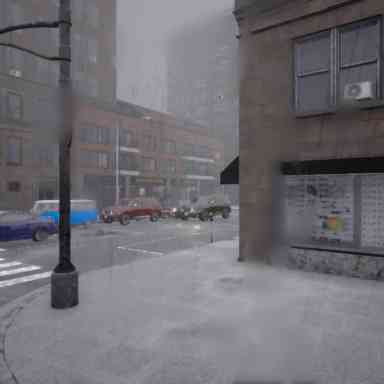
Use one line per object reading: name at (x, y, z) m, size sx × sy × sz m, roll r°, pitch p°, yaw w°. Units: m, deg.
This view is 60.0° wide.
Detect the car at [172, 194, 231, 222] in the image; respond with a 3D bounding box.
car at (1.159, 1.238, 27.147) m, size 2.150 × 2.045 × 5.566 m, roll 0°, pitch 1°, yaw 35°

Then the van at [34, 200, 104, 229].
van at (-7.569, 1.358, 19.785) m, size 1.690 × 1.788 × 3.998 m, roll 0°, pitch 0°, yaw 36°

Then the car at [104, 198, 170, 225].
car at (-4.287, 1.337, 24.318) m, size 2.192 × 1.841 × 5.009 m, roll 0°, pitch 0°, yaw 36°

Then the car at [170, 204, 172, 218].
car at (-1.006, 1.466, 28.851) m, size 1.967 × 1.590 × 4.097 m, roll 0°, pitch 0°, yaw 36°

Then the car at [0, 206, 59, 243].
car at (-8.178, 1.539, 14.246) m, size 1.812 × 1.442 × 4.674 m, roll 0°, pitch 0°, yaw 36°
